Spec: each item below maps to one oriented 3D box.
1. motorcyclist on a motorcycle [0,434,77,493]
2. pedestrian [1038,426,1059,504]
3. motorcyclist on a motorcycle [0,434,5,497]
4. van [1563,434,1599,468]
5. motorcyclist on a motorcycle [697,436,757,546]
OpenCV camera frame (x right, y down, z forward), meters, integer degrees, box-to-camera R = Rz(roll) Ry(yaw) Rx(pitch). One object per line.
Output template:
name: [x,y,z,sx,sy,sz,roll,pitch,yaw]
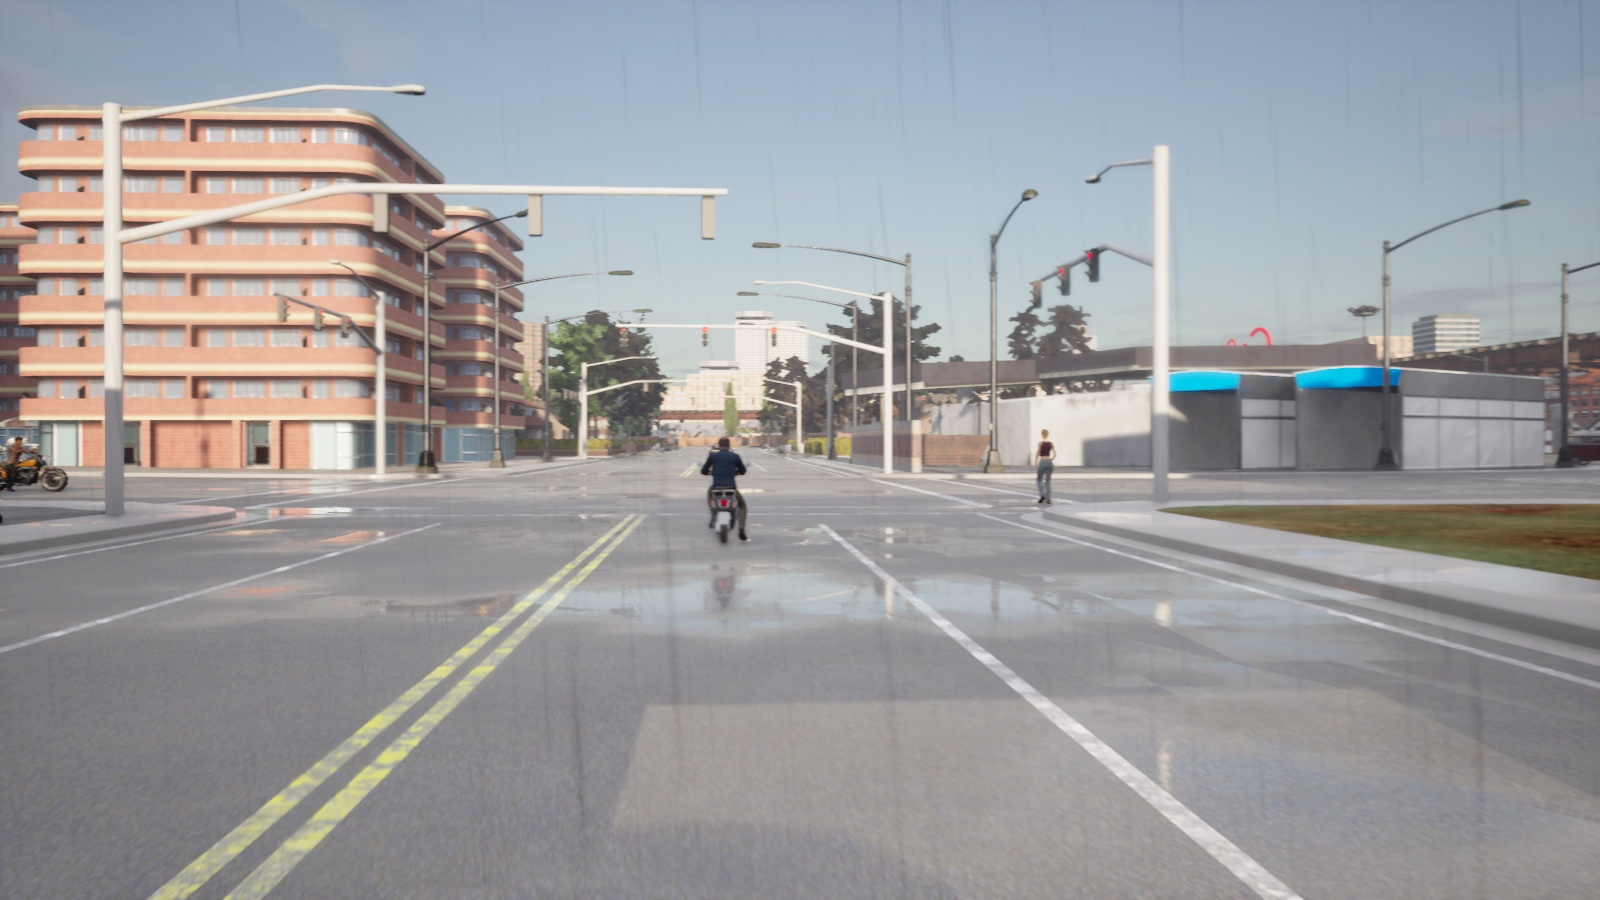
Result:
motorcyclist on a motorcycle: [-22.306,0.374,36.283,2.350,1.649,0.766,1,0,-2]
pedestrian: [5.911,0.359,29.902,0.345,1.836,0.594,0,0,-6]
motorcyclist on a motorcycle: [-22.184,0.397,32.785,2.350,1.649,0.766,1,0,-2]
van: [47.911,0.066,74.256,1.775,1.987,4.442,0,0,-39]
motorcyclist on a motorcycle: [-1.113,0.592,19.154,0.866,1.590,1.817,0,0,-3]
